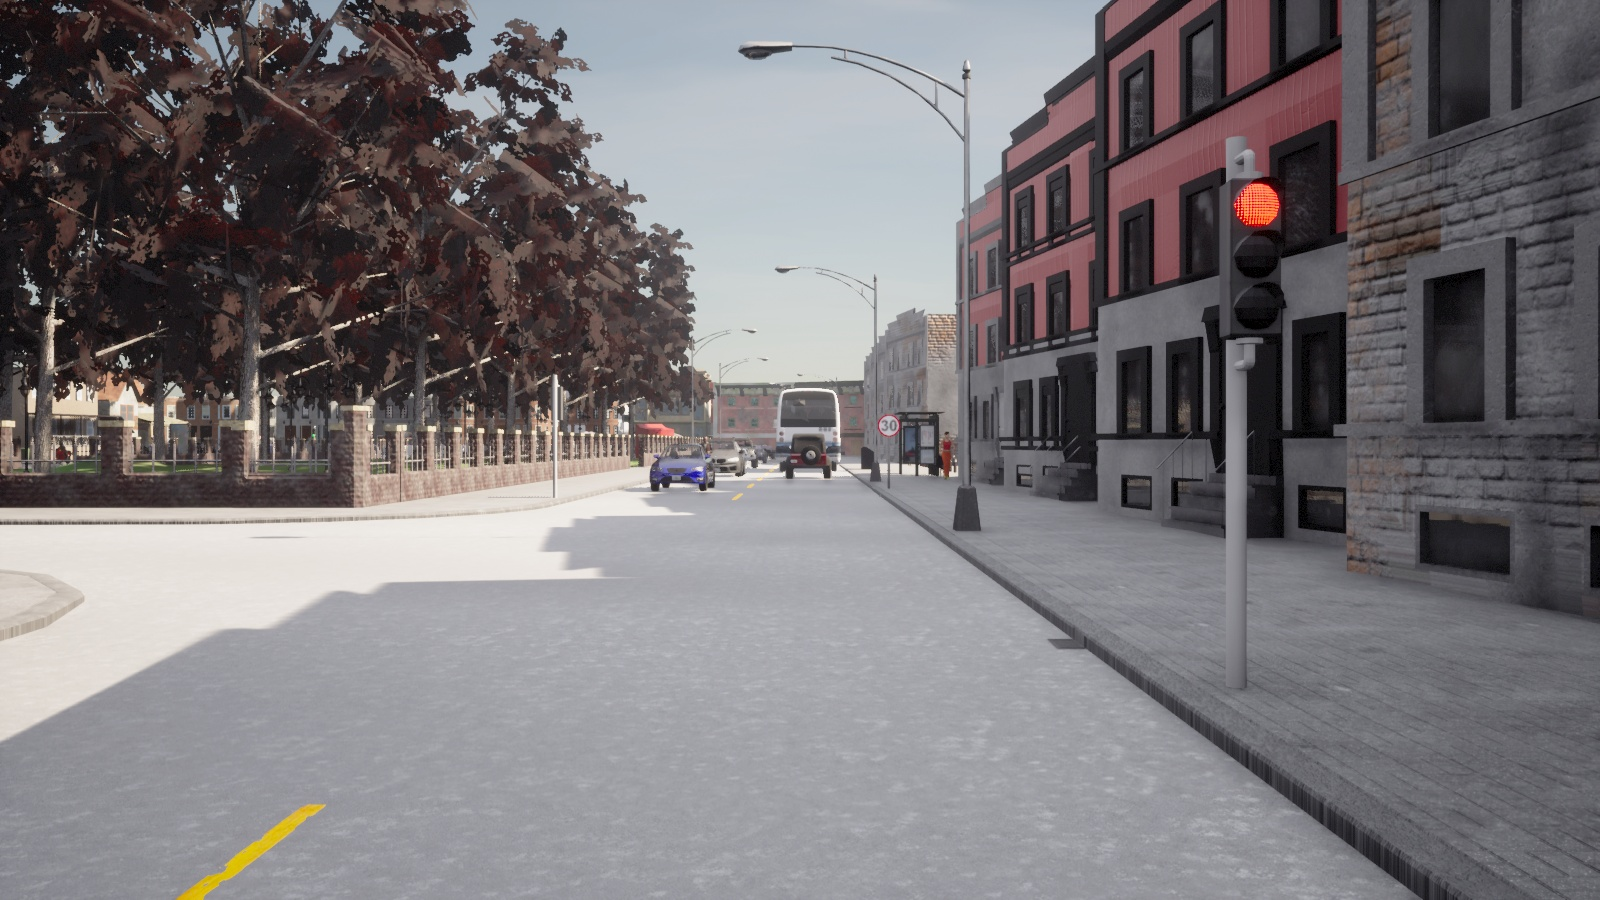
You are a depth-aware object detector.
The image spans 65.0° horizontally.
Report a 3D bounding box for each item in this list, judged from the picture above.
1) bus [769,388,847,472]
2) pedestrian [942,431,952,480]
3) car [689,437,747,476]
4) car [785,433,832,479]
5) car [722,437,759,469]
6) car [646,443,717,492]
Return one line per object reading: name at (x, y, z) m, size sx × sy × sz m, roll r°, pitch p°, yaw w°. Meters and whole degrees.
bus at (0.456, -1.018, 68.748) m, size 3.944 × 4.253 × 10.273 m, roll 0°, pitch 0°, yaw 0°
pedestrian at (5.504, 0.195, 47.026) m, size 0.345 × 1.836 × 0.594 m, roll 0°, pitch 0°, yaw 1°
car at (-3.624, 0.267, 56.309) m, size 2.242 × 1.667 × 4.611 m, roll 0°, pitch 1°, yaw 0°
car at (0.359, 0.239, 53.739) m, size 1.905 × 1.878 × 3.866 m, roll 0°, pitch 0°, yaw 0°
car at (-3.507, 0.139, 74.675) m, size 1.932 × 1.855 × 4.605 m, roll 0°, pitch 0°, yaw 0°
car at (-3.717, 0.530, 40.145) m, size 1.816 × 1.474 × 4.193 m, roll 0°, pitch 0°, yaw 1°
